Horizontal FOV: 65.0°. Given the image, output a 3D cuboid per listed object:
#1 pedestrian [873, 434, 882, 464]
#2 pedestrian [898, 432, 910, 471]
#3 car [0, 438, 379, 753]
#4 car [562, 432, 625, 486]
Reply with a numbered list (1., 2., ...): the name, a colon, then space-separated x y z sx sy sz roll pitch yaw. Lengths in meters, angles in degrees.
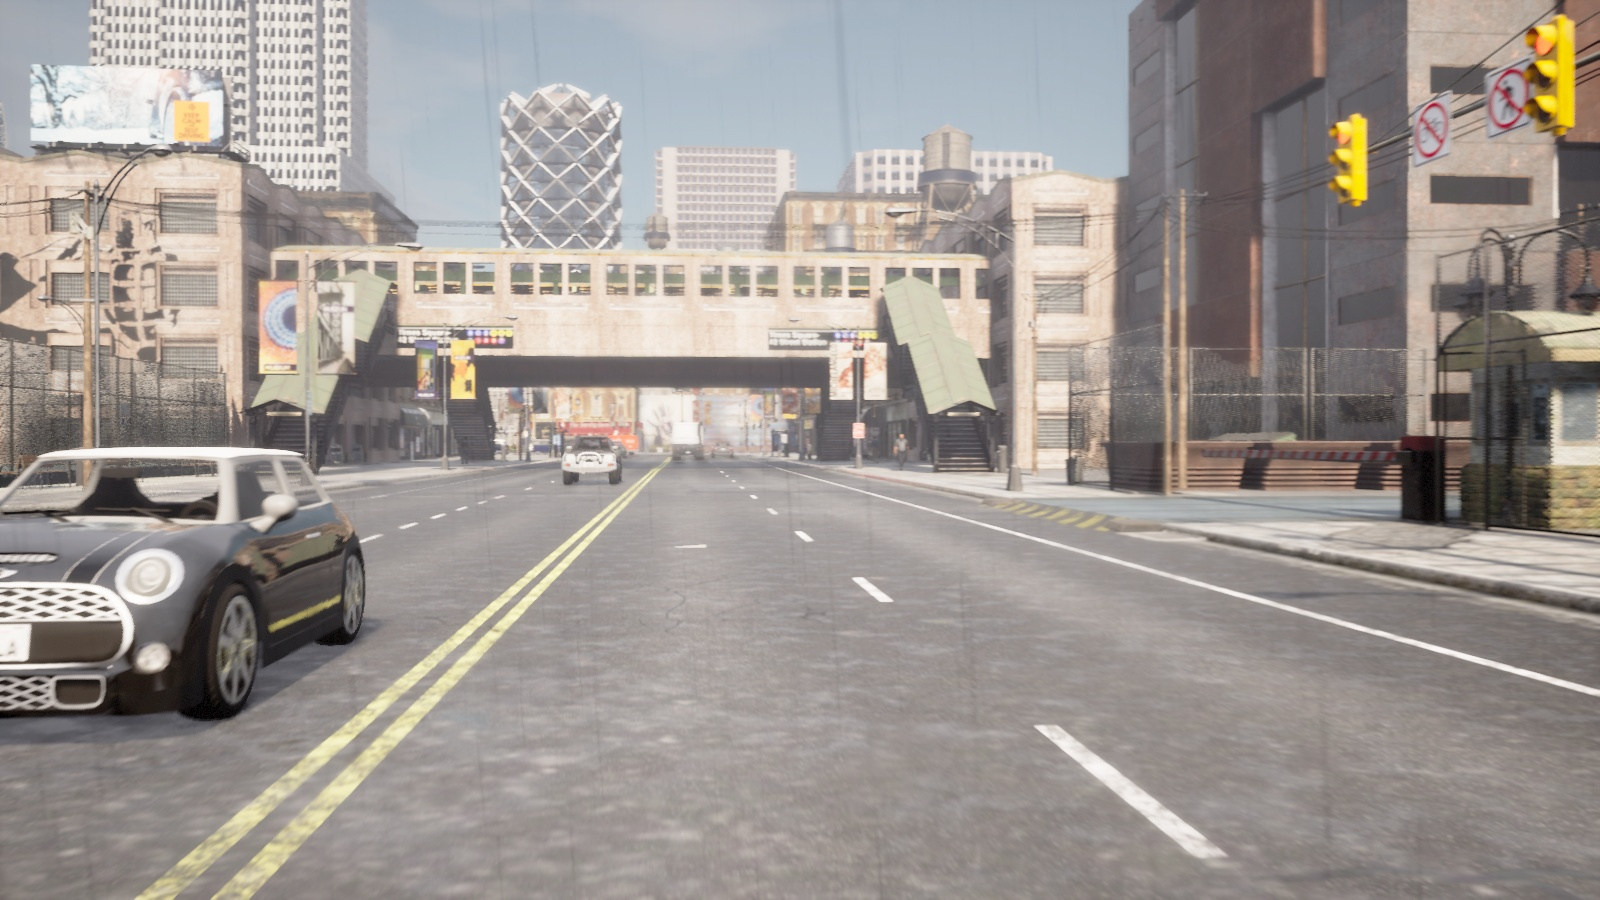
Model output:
1. pedestrian: 4.992 -0.055 81.019 0.423 1.949 0.788 0 0 -13
2. pedestrian: 4.879 0.070 58.863 0.540 1.848 0.694 0 0 0
3. car: -4.077 0.669 7.758 1.970 1.475 3.806 0 0 -5
4. car: -7.504 0.305 46.043 1.932 1.855 4.605 0 0 -5
